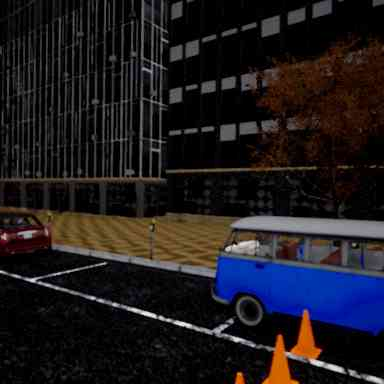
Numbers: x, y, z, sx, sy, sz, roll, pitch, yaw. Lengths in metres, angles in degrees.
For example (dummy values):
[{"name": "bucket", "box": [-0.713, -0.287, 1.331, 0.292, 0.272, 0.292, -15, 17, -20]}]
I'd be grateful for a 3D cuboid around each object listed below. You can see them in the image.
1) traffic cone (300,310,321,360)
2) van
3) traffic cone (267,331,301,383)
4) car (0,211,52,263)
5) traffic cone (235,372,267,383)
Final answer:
[{"name": "traffic cone", "box": [1.599, 1.956, 4.674, 0.340, 0.580, 0.340, 0, 0, 36]}, {"name": "van", "box": [2.253, 1.342, 5.374, 3.998, 1.788, 1.690, 0, 1, 36]}, {"name": "traffic cone", "box": [1.018, 1.956, 3.861, 0.340, 0.580, 0.340, 0, 0, 36]}, {"name": "car", "box": [-6.899, 1.449, 11.916, 4.097, 1.590, 1.967, 0, 1, 36]}, {"name": "traffic cone", "box": [0.436, 1.956, 3.047, 0.340, 0.580, 0.340, 0, 0, 36]}]
